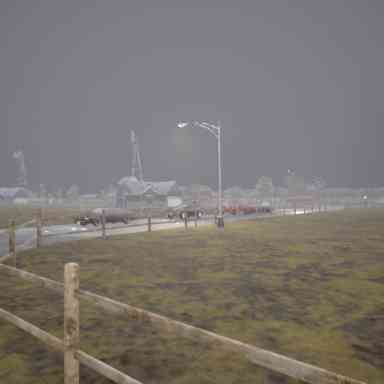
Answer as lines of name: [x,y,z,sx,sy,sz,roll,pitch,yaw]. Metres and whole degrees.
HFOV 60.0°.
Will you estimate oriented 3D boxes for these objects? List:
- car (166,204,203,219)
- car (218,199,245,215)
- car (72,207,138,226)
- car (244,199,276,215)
car: [-0.681,2.013,34.755,1.837,1.490,4.892,-2,-2,36]
car: [5.511,1.913,43.417,2.150,2.045,5.566,-2,-2,36]
car: [-6.701,1.884,26.339,2.033,1.411,5.357,-2,-2,36]
car: [8.849,1.955,41.731,2.097,1.767,4.553,-2,-2,36]
